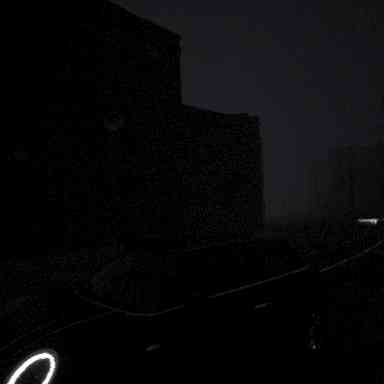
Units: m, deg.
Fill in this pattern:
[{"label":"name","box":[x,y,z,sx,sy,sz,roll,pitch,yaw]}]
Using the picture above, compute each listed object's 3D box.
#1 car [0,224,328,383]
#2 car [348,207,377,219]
[{"label":"car","box":[-0.244,1.365,4.225,4.553,1.767,2.097,0,0,-40]},{"label":"car","box":[20.752,2.517,40.746,2.033,1.411,5.357,-2,-2,8]}]
